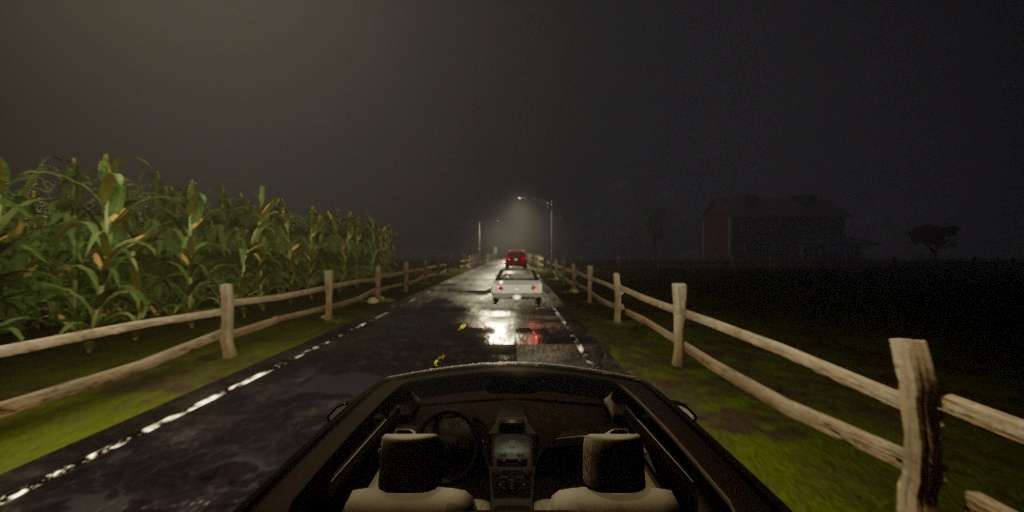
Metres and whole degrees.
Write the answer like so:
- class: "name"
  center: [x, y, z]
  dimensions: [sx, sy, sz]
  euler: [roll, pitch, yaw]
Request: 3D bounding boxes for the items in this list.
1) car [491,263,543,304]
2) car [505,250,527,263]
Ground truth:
- class: "car"
  center: [0.209, 1.140, 14.916]
  dimensions: [1.895, 1.301, 4.718]
  euler: [0, 1, 1]
- class: "car"
  center: [0.436, 0.399, 38.406]
  dimensions: [2.150, 2.045, 5.566]
  euler: [0, 1, 1]
